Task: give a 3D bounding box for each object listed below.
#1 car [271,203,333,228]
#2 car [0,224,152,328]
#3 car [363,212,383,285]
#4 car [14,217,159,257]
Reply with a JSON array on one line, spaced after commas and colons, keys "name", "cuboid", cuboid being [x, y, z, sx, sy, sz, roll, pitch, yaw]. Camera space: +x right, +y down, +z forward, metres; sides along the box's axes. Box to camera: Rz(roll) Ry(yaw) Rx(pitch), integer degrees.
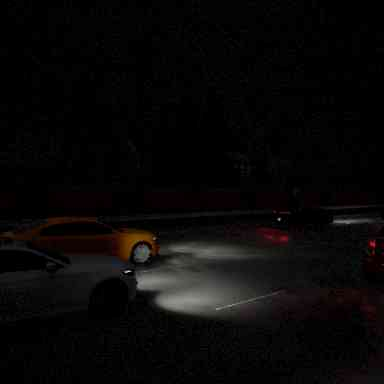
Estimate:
[{"name": "car", "cuboid": [7.372, 1.491, 22.074, 4.902, 1.511, 2.128, 0, 0, -36]}, {"name": "car", "cuboid": [-3.236, 1.526, 5.739, 4.674, 1.442, 1.812, 0, 0, -36]}, {"name": "car", "cuboid": [6.295, 1.352, 8.314, 4.553, 1.767, 2.097, 0, 0, -36]}, {"name": "car", "cuboid": [-3.371, 1.478, 9.958, 5.008, 1.535, 1.882, 0, 0, -36]}]
